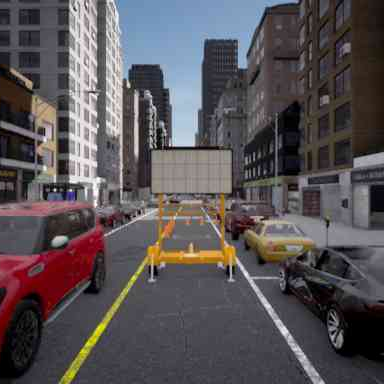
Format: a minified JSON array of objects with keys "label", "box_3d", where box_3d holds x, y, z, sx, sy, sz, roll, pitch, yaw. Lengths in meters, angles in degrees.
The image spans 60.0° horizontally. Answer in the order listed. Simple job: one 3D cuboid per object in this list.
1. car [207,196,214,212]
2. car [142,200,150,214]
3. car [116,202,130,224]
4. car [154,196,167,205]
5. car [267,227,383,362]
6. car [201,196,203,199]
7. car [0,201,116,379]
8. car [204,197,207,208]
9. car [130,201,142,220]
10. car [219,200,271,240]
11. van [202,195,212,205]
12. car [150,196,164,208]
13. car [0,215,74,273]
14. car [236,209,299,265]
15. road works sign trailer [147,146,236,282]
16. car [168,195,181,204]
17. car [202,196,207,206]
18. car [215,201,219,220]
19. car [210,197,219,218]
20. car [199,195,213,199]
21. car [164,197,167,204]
[{"label":"car","box_3d":[2.816,1.474,33.499,1.967,1.590,4.097,0,0,0]},{"label":"car","box_3d":[-5.710,1.599,33.476,1.947,1.339,4.313,0,0,0]},{"label":"car","box_3d":[-5.696,1.567,22.426,1.887,1.381,4.507,0,0,0]},{"label":"car","box_3d":[-5.745,1.501,61.101,1.967,1.590,4.097,0,0,0]},{"label":"car","box_3d":[2.851,1.572,5.881,1.947,1.339,4.313,0,0,0]},{"label":"car","box_3d":[2.795,1.616,50.070,1.947,1.339,4.313,0,0,0]},{"label":"car","box_3d":[-3.107,1.228,5.866,2.150,2.045,5.566,0,0,0]},{"label":"car","box_3d":[2.809,1.590,39.023,2.008,1.369,4.403,0,0,0]},{"label":"car","box_3d":[-5.703,1.594,27.951,1.947,1.339,4.313,0,0,0]},{"label":"car","box_3d":[2.837,1.333,16.928,2.192,1.841,5.009,0,0,0]},{"label":"van","box_3d":[2.781,1.402,61.118,1.690,1.788,3.998,0,0,0]},{"label":"car","box_3d":[-5.731,1.632,50.051,1.802,1.307,4.206,0,0,0]},{"label":"car","box_3d":[-5.682,1.594,11.376,1.802,1.307,4.206,0,0,0]},{"label":"car","box_3d":[2.844,1.538,11.575,1.752,1.417,4.829,0,0,0]},{"label":"road works sign trailer","box_3d":[-0.012,0.475,9.782,2.380,3.560,2.880,0,0,0]},{"label":"car","box_3d":[-3.132,1.660,58.897,1.895,1.301,4.718,0,0,0]},{"label":"car","box_3d":[2.802,1.595,44.546,2.008,1.369,4.403,0,0,0]},{"label":"car","box_3d":[2.830,1.548,22.622,1.752,1.417,4.829,0,0,0]},{"label":"car","box_3d":[2.823,1.468,27.976,1.967,1.590,4.097,0,0,0]},{"label":"car","box_3d":[2.788,1.370,55.594,2.192,1.841,5.009,0,0,0]},{"label":"car","box_3d":[-5.738,1.621,55.576,1.947,1.339,4.313,0,0,0]}]
